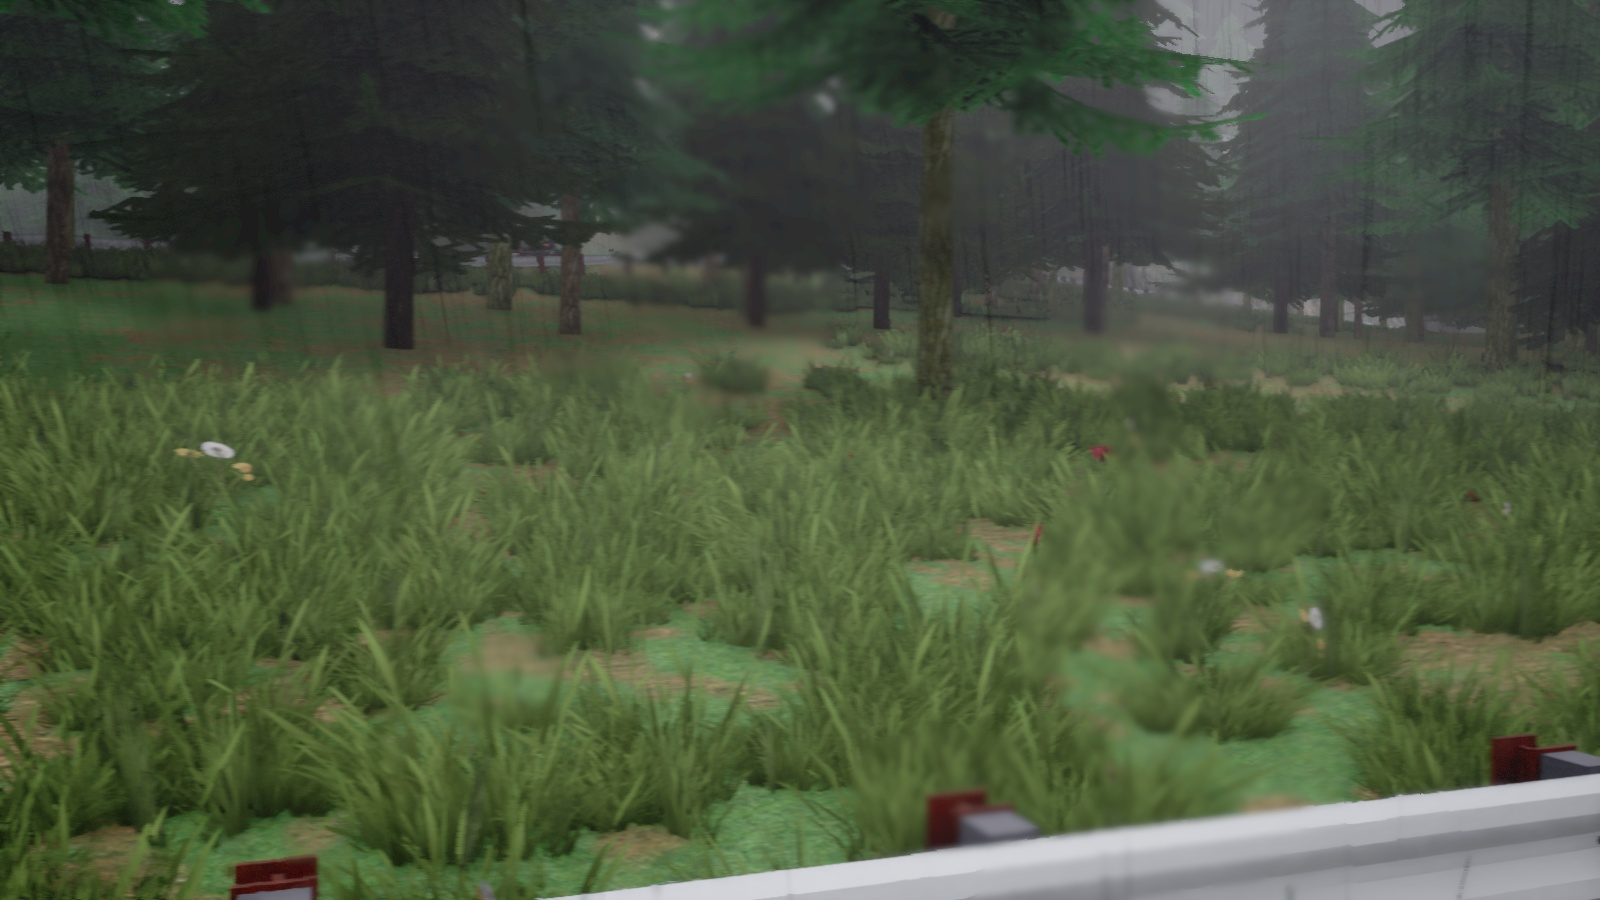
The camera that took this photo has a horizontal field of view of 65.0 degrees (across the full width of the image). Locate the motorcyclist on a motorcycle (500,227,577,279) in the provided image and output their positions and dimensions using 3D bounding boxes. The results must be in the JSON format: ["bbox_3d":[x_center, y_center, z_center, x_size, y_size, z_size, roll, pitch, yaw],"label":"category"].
[{"bbox_3d":[-8.885,-6.706,42.757,2.350,1.649,0.766,-6,4,-35],"label":"motorcyclist on a motorcycle"}]
